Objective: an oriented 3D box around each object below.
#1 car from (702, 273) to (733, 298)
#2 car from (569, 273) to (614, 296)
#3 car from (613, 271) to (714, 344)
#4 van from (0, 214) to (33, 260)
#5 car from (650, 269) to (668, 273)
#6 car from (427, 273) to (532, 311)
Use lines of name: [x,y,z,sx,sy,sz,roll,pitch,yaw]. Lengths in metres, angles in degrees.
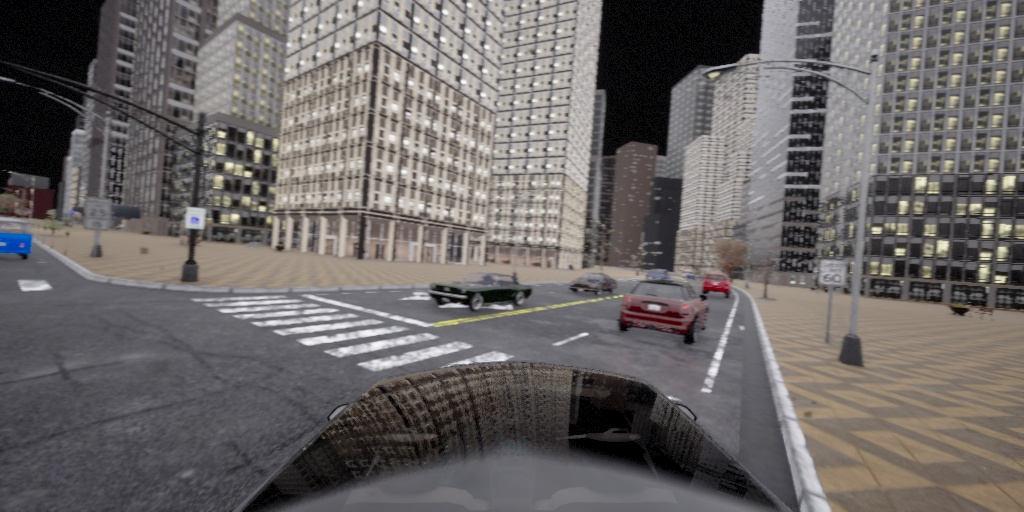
car: [19.415,2.709,33.948,2.150,2.045,5.566,5,0,32]
car: [5.822,1.884,24.993,2.033,1.411,5.357,4,0,33]
car: [5.150,1.572,11.833,2.097,1.767,4.553,4,0,33]
van: [-22.983,-0.847,16.058,3.998,1.789,1.690,0,0,35]
car: [17.790,2.616,43.727,2.150,2.045,5.566,4,0,31]
car: [-1.101,1.324,14.314,1.895,1.301,4.718,4,0,33]
